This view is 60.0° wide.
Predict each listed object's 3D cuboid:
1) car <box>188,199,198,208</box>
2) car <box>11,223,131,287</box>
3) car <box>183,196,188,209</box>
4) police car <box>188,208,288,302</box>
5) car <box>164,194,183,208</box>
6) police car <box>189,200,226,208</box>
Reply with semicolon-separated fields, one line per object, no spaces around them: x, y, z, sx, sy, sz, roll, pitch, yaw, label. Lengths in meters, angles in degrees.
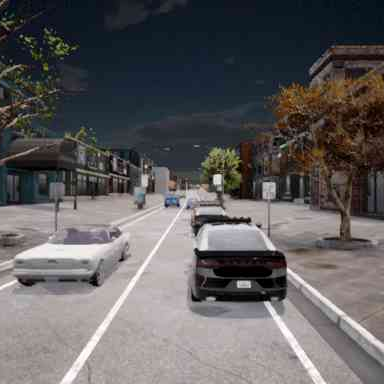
0.985;1.398;24.341;2.097;1.767;4.553;0;0;0;car
-3.068;1.618;9.487;1.895;1.301;4.718;0;0;0;car
0.175;1.628;45.982;2.033;1.411;5.357;0;0;0;car
0.929;1.440;8.481;1.930;1.638;5.238;0;0;0;police car
-2.923;1.298;49.574;2.150;2.045;5.566;0;0;0;car
0.964;1.461;18.481;1.930;1.638;5.238;0;0;0;police car
